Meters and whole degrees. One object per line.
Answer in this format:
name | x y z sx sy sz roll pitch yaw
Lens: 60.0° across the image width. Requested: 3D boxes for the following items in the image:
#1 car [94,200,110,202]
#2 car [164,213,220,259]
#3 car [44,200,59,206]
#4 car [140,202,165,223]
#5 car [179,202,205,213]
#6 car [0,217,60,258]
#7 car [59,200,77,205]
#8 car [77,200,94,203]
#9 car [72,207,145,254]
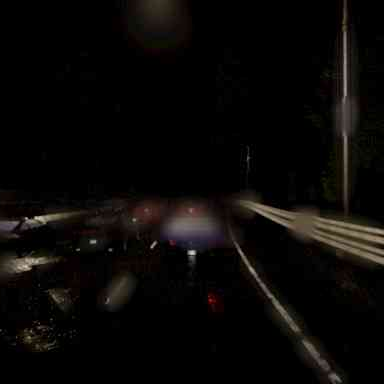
car | -17.500 2.301 67.394 2.033 1.411 5.357 0 -1 0
car | 0.019 1.741 13.244 1.895 1.301 4.718 0 -1 1
car | -28.000 2.301 67.394 2.033 1.411 5.357 0 -1 0
car | -3.476 1.656 28.416 2.097 1.767 4.553 0 -1 1
car | 0.024 1.656 28.417 2.097 1.767 4.553 0 -1 1
car | -6.977 1.707 13.467 1.994 1.385 4.181 0 -1 1
car | -24.500 2.356 67.363 1.895 1.301 4.718 0 -1 0
car | -20.999 2.286 67.394 2.128 1.511 4.902 0 -1 0
car | -3.469 1.628 14.236 1.882 1.535 5.008 0 0 1
